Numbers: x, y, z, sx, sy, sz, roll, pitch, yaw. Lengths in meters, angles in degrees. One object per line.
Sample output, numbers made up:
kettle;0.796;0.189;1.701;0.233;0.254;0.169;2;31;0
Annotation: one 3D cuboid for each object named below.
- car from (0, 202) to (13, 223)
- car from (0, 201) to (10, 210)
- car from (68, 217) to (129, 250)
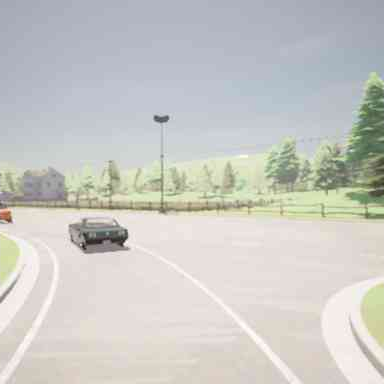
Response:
car;-17.922;1.850;29.666;4.553;1.767;2.097;-1;-1;40
car;-36.514;2.553;62.636;4.902;1.511;2.128;-1;-1;39
car;-4.579;1.818;15.703;1.895;1.301;4.718;0;-1;-29
